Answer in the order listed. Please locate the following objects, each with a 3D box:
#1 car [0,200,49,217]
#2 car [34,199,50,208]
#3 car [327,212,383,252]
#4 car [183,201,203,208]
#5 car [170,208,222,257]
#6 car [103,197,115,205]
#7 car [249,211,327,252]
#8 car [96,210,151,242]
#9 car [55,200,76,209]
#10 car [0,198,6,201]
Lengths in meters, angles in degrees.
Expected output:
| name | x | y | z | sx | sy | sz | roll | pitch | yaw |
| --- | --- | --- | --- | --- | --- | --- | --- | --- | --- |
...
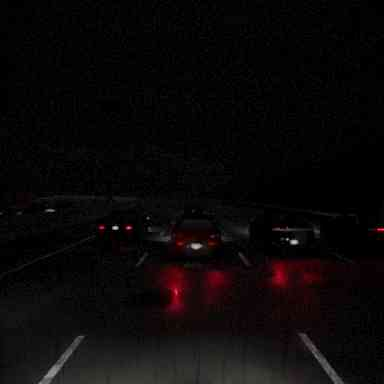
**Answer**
| name | x | y | z | sx | sy | sz | roll | pitch | yaw |
| --- | --- | --- | --- | --- | --- | --- | --- | --- | --- |
| car | -14.011 | 1.637 | 27.704 | 1.812 | 1.442 | 4.674 | 0 | -1 | 0 |
| car | -21.151 | 1.714 | 45.731 | 1.812 | 1.442 | 4.674 | 0 | 0 | -1 |
| car | 7.164 | 1.583 | 14.262 | 2.128 | 1.511 | 4.902 | 0 | 0 | 0 |
| car | 0.090 | 1.654 | 34.223 | 1.882 | 1.535 | 5.008 | 0 | 0 | -1 |
| car | 0.154 | 1.592 | 13.083 | 1.812 | 1.442 | 4.674 | 0 | 0 | 0 |
| car | -15.888 | 1.788 | 63.838 | 1.837 | 1.490 | 4.892 | 0 | 0 | -8 |
| car | 3.664 | 1.575 | 14.279 | 2.128 | 1.511 | 4.902 | 0 | 0 | 0 |
| car | -3.319 | 1.628 | 16.972 | 2.033 | 1.411 | 5.357 | 0 | 0 | 0 |
| car | -17.980 | 1.767 | 47.411 | 1.994 | 1.385 | 4.181 | 0 | 0 | -2 |
| car | -24.765 | 1.508 | 41.207 | 2.097 | 1.767 | 4.553 | 0 | 0 | -1 |
